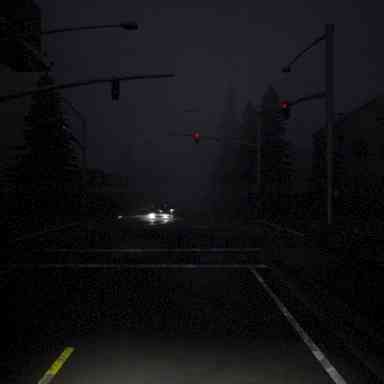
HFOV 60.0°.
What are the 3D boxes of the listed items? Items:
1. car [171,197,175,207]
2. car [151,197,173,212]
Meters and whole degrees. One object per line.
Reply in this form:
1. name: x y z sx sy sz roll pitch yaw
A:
1. car: -3.560 1.504 48.267 1.837 1.490 4.892 0 0 0
2. car: -3.582 1.600 38.142 1.895 1.301 4.718 0 0 0
